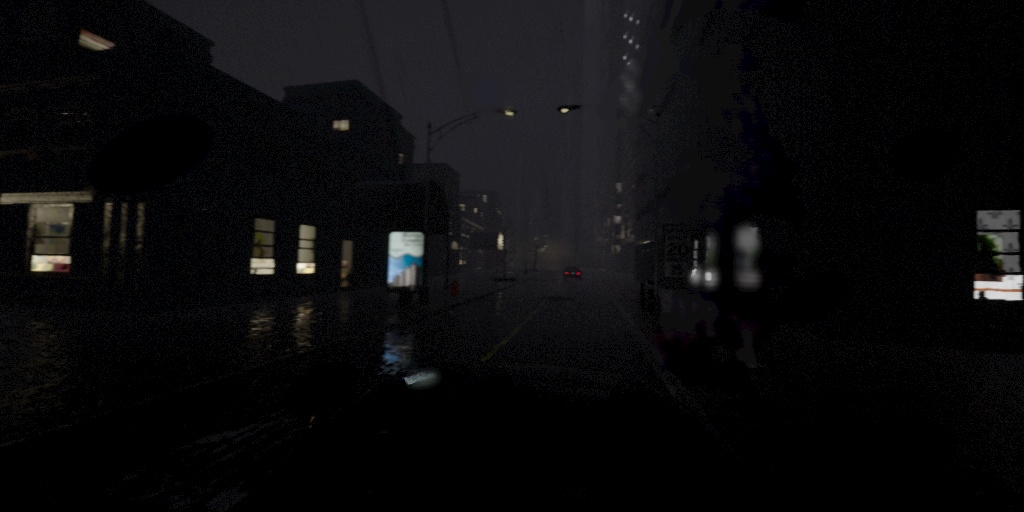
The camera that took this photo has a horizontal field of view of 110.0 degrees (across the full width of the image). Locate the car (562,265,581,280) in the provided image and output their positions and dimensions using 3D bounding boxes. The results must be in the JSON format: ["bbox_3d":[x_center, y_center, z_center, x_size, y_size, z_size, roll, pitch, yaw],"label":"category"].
[{"bbox_3d":[6.813,1.909,40.335,2.033,1.411,5.357,1,-1,9],"label":"car"}]
